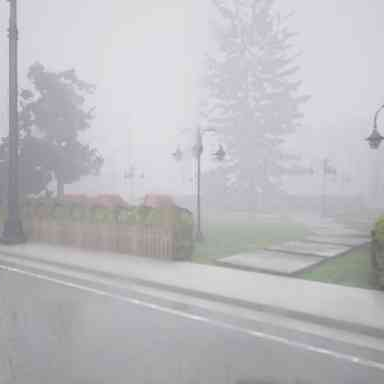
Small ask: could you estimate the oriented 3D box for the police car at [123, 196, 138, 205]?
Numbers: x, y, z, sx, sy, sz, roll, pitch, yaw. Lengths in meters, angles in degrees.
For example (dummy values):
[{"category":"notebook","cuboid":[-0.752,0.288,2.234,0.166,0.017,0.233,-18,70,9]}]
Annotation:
[{"category":"police car","cuboid":[-10.731,1.473,57.181,1.930,1.638,5.238,0,0,35]}]
